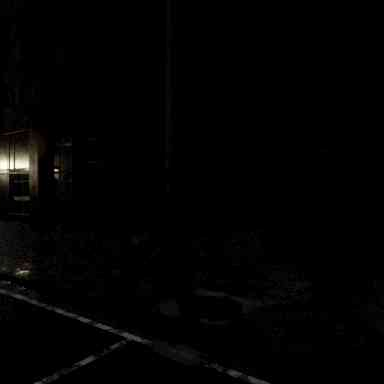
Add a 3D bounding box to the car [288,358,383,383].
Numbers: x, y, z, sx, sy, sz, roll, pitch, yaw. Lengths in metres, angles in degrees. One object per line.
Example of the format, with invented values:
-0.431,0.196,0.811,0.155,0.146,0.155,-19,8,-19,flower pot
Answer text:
2.462,1.545,1.209,4.507,1.381,1.887,0,0,36,car
